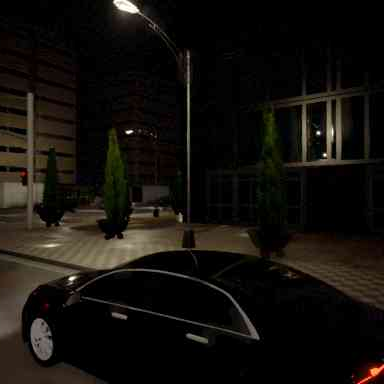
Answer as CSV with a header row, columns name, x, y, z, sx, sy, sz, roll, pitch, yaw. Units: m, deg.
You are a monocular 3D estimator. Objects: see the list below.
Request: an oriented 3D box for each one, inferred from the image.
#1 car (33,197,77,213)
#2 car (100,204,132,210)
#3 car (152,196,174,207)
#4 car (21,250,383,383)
name,x,y,z,sx,sy,sz,roll,pitch,yaw
car,-15.032,1.408,36.538,2.097,1.767,4.553,0,0,35
car,-9.910,1.581,43.788,1.812,1.442,4.674,0,0,35
car,-4.144,1.407,51.964,2.097,1.767,4.553,0,0,35
car,-0.215,1.505,4.143,4.892,1.490,1.837,0,0,36
